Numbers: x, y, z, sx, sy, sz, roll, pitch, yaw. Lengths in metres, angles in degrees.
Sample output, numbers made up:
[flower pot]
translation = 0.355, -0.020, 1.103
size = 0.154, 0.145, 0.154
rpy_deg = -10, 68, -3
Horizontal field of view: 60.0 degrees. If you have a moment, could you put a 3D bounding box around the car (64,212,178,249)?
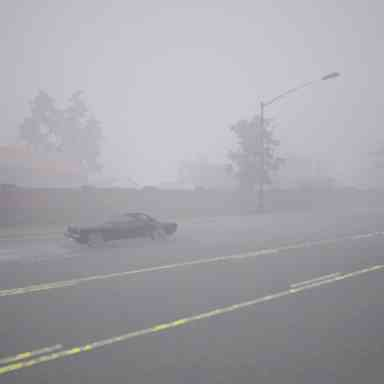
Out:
[car]
translation = -3.072, 1.594, 14.699
size = 4.718, 1.301, 1.895
rpy_deg = 0, 0, -36
